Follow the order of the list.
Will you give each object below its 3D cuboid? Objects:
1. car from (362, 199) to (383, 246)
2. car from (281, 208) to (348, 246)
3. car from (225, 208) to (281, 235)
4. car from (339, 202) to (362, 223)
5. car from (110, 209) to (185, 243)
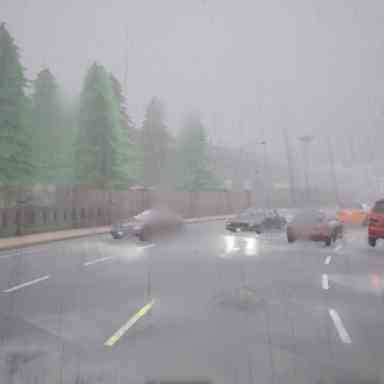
[{"bbox_3d":[9.465,1.332,15.204,2.150,2.045,5.566,0,-1,34],"label":"car"},{"bbox_3d":[6.088,1.666,16.234,1.994,1.385,4.181,0,0,33],"label":"car"},{"bbox_3d":[4.012,1.658,20.018,2.033,1.411,5.357,0,0,35],"label":"car"},{"bbox_3d":[12.128,1.520,24.706,2.097,1.767,4.553,0,0,36],"label":"car"},{"bbox_3d":[-2.070,1.594,16.884,1.812,1.442,4.674,0,0,29],"label":"car"}]
